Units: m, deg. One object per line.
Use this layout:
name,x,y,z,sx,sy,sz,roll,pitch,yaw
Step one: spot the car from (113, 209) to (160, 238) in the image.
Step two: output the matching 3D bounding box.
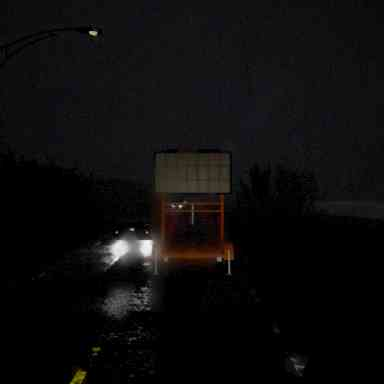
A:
car,-2.815,1.579,17.593,1.994,1.385,4.181,0,0,0

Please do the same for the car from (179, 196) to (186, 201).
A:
car,-2.563,1.775,90.435,1.812,1.442,4.674,0,0,0

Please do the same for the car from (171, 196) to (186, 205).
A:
car,-2.696,1.674,60.293,1.994,1.385,4.181,0,0,0

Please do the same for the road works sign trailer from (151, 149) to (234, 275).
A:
road works sign trailer,0.022,0.471,10.427,2.380,3.560,2.880,0,0,0
